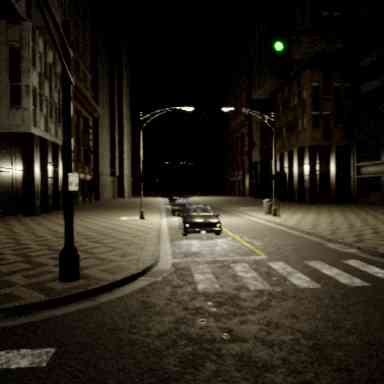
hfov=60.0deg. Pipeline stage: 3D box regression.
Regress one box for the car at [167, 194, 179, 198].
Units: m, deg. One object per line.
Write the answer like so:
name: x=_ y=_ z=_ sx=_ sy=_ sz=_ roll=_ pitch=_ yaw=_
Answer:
car: x=-2.328 y=1.022 z=45.047 sx=1.837 sy=1.490 sz=4.892 roll=-1 pitch=1 yaw=-5

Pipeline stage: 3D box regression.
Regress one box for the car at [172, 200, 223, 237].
car: x=0.249 y=1.341 z=17.140 sx=2.033 sy=1.411 sz=5.357 roll=-1 pitch=1 yaw=-5

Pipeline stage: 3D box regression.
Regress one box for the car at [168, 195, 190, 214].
car: x=-0.765 y=1.250 z=27.985 sx=1.994 sy=1.385 sz=4.181 roll=-1 pitch=1 yaw=-7
